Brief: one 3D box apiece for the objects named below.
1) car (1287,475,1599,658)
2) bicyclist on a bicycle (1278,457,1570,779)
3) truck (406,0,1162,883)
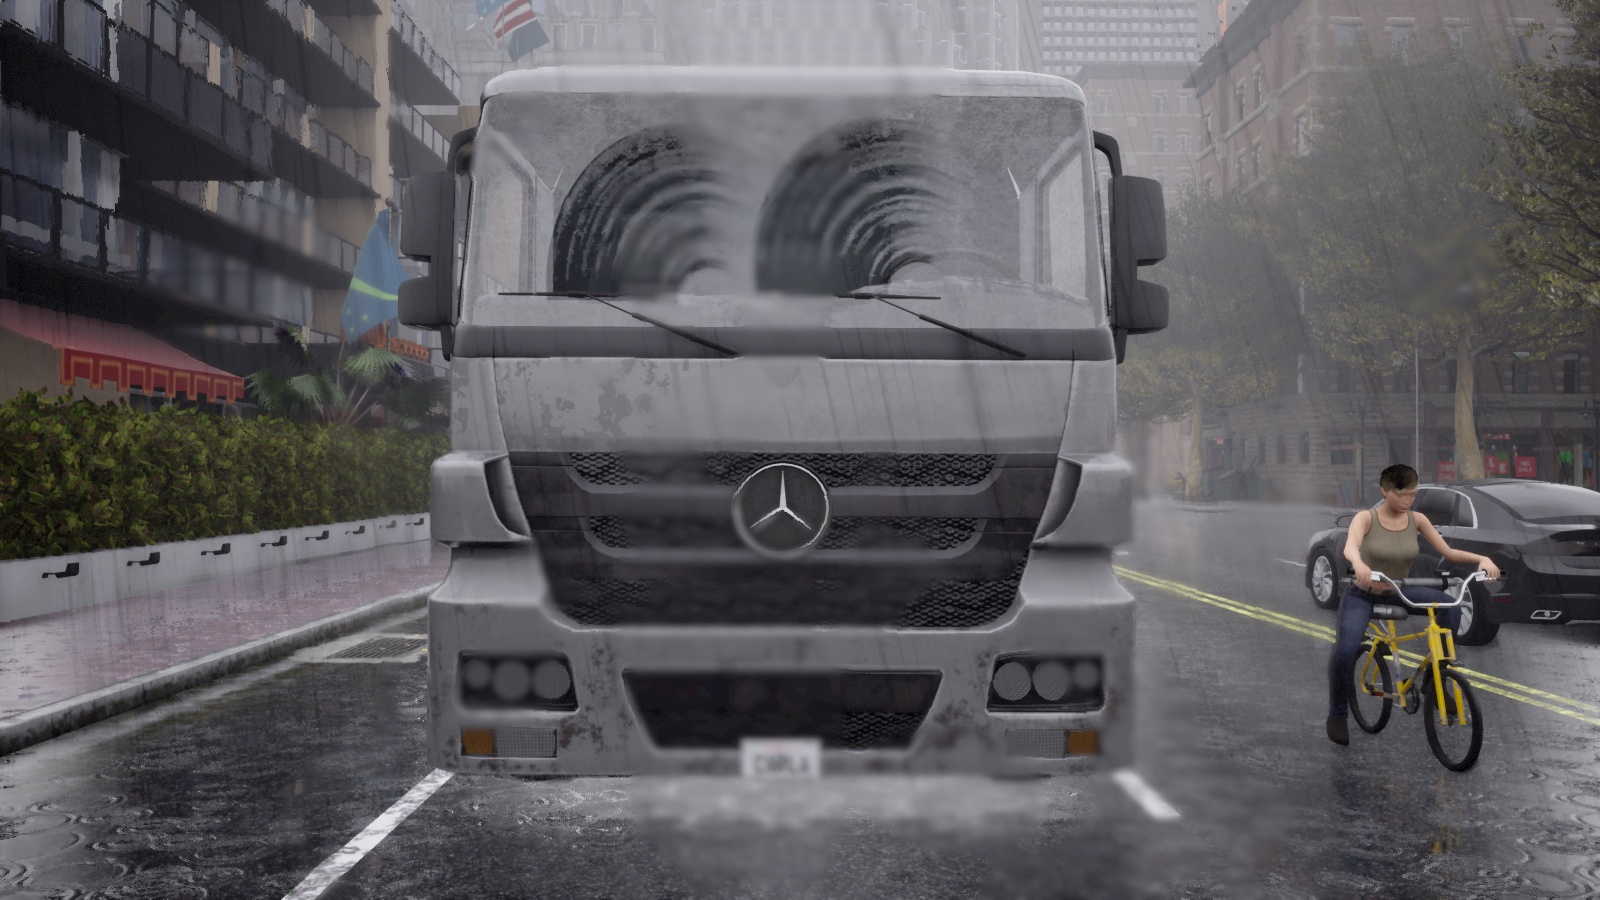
[{"bbox_3d":[6.867,1.007,12.815,1.837,1.490,4.892,0,-1,-1],"label":"car"},{"bbox_3d":[3.422,0.856,7.063,0.866,1.612,1.509,0,-1,0],"label":"bicyclist on a bicycle"},{"bbox_3d":[-0.100,-0.020,8.798,2.891,3.462,7.936,0,-1,-1],"label":"truck"}]
